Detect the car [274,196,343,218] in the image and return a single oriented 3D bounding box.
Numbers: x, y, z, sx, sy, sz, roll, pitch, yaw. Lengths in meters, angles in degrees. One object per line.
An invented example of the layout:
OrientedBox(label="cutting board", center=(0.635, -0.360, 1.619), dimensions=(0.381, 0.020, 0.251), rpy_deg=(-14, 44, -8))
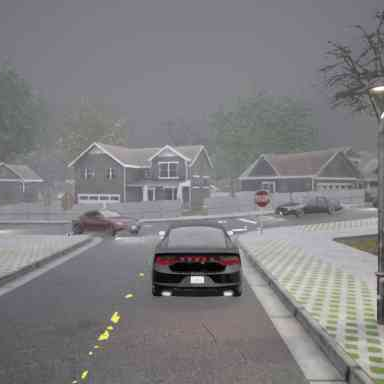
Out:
OrientedBox(label="car", center=(8.946, 1.060, 25.360), dimensions=(5.357, 1.411, 2.033), rpy_deg=(-3, 2, -23))

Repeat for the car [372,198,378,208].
OrientedBox(label="car", center=(18.060, 0.677, 29.531), dimensions=(4.181, 1.385, 1.994), rpy_deg=(-2, 2, -25))

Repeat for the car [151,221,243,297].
OrientedBox(label="car", center=(0.109, 1.474, 8.629), dimensions=(1.882, 1.535, 5.008), rpy_deg=(0, 0, 0))

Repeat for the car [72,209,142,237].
OrientedBox(label="car", center=(-4.900, 1.693, 18.714), dimensions=(4.674, 1.442, 1.812), rpy_deg=(-3, -3, 36))
